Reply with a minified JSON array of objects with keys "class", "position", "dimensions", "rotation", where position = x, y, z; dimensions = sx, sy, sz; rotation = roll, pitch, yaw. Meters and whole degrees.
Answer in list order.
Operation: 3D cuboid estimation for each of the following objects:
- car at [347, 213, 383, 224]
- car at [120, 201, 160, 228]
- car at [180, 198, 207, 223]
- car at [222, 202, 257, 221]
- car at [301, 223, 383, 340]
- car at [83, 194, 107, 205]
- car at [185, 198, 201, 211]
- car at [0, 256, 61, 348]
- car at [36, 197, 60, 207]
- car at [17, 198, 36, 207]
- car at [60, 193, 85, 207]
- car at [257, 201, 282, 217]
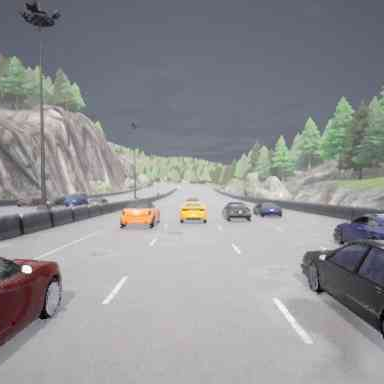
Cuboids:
[{"class":"car","position":[7.100,1.530,12.584],"dimensions":[1.812,1.442,4.674],"rotation":[0,0,0]},{"class":"car","position":[-3.399,1.359,22.498],"dimensions":[2.097,1.767,4.553],"rotation":[0,0,0]},{"class":"car","position":[0.102,1.486,25.769],"dimensions":[1.882,1.535,5.008],"rotation":[0,-1,0]},{"class":"car","position":[3.601,1.556,27.295],"dimensions":[2.033,1.411,5.357],"rotation":[0,0,0]},{"class":"car","position":[3.606,1.549,5.796],"dimensions":[2.033,1.411,5.357],"rotation":[0,0,0]},{"class":"car","position":[-14.015,1.509,49.548],"dimensions":[2.128,1.511,4.902],"rotation":[0,0,0]},{"class":"car","position":[0.104,1.516,41.026],"dimensions":[1.837,1.490,4.892],"rotation":[0,-1,0]},{"class":"car","position":[-3.400,1.479,4.322],"dimensions":[1.882,1.535,5.008],"rotation":[0,0,0]},{"class":"car","position":[-21.007,1.509,50.286],"dimensions":[2.128,1.511,4.902],"rotation":[0,0,0]},{"class":"car","position":[-24.512,1.581,50.039],"dimensions":[1.994,1.385,4.181],"rotation":[0,0,0]},{"class":"car","position":[-17.503,1.242,50.635],"dimensions":[2.150,2.045,5.566],"rotation":[0,0,0]},{"class":"car","position":[7.101,1.574,31.483],"dimensions":[1.994,1.385,4.181],"rotation":[0,0,0]}]
